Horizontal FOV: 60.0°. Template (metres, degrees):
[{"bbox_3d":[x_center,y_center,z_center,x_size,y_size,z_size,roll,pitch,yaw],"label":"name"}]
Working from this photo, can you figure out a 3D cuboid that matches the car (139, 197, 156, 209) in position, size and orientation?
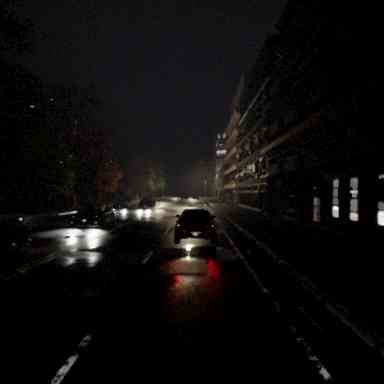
[{"bbox_3d":[-5.964,1.454,44.798,2.128,1.511,4.902,1,0,1],"label":"car"}]

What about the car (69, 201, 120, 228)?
[{"bbox_3d":[-6.335,1.492,21.572,1.994,1.385,4.181,1,0,1],"label":"car"}]

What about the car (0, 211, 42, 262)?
[{"bbox_3d":[-6.502,1.470,9.168,2.033,1.411,5.357,1,0,1],"label":"car"}]

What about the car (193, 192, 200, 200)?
[{"bbox_3d":[1.139,1.546,93.324,1.882,1.535,5.008,1,0,1],"label":"car"}]

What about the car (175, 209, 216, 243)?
[{"bbox_3d":[0.180,1.533,16.010,1.812,1.442,4.674,1,0,1],"label":"car"}]

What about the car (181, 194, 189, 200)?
[{"bbox_3d":[-2.111,1.528,93.364,1.837,1.490,4.892,1,0,1],"label":"car"}]

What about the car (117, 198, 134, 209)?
[{"bbox_3d":[-9.215,1.537,44.808,1.895,1.301,4.718,1,0,1],"label":"car"}]

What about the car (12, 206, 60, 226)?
[{"bbox_3d":[-9.617,1.488,19.513,1.895,1.301,4.718,1,0,1],"label":"car"}]
